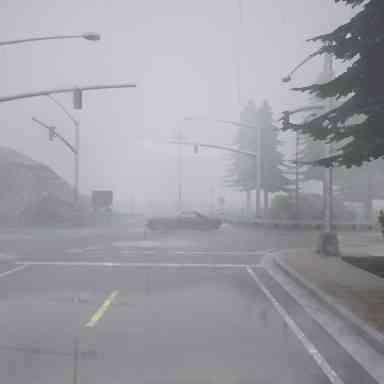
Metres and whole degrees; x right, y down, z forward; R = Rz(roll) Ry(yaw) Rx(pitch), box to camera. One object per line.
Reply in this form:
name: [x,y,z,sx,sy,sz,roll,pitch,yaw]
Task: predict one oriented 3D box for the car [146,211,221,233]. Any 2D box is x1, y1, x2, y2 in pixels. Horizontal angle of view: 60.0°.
car: [-0.543,1.906,21.319,4.718,1.301,1.895,0,-1,0]
